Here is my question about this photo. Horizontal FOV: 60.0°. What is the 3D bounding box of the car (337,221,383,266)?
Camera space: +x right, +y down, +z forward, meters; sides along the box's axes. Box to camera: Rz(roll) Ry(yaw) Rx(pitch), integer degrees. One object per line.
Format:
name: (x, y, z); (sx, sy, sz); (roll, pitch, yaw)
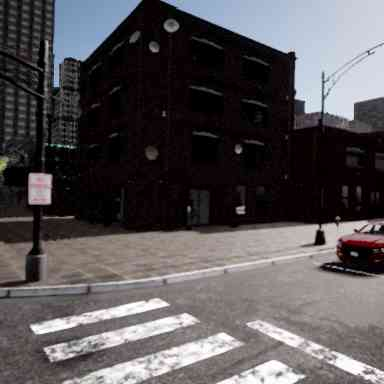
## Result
car: (6.805, 1.680, 11.492); (4.507, 1.381, 1.887); (1, 1, -35)
